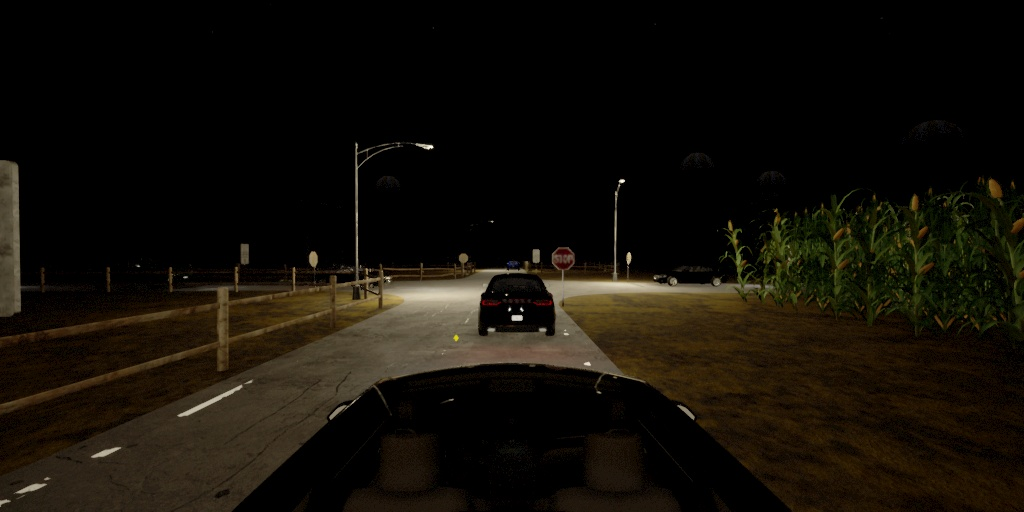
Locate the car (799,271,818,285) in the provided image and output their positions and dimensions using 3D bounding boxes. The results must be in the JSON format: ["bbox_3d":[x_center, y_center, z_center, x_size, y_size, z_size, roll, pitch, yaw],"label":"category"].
[{"bbox_3d":[23.024,1.462,25.802,4.902,1.511,2.128,1,1,0],"label":"car"}]

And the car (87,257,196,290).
[{"bbox_3d":[-23.804,1.061,23.131,5.566,2.045,2.150,-1,1,0],"label":"car"}]

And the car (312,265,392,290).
[{"bbox_3d":[-10.115,1.314,22.729,4.902,1.511,2.128,0,1,8],"label":"car"}]

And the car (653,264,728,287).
[{"bbox_3d":[12.782,1.350,25.818,5.008,1.535,1.882,0,1,-1],"label":"car"}]

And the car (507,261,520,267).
[{"bbox_3d":[0.220,1.525,58.436,1.882,1.535,5.008,0,-1,0],"label":"car"}]

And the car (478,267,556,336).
[{"bbox_3d":[0.119,1.235,10.456,1.882,1.535,5.008,0,0,0],"label":"car"}]
